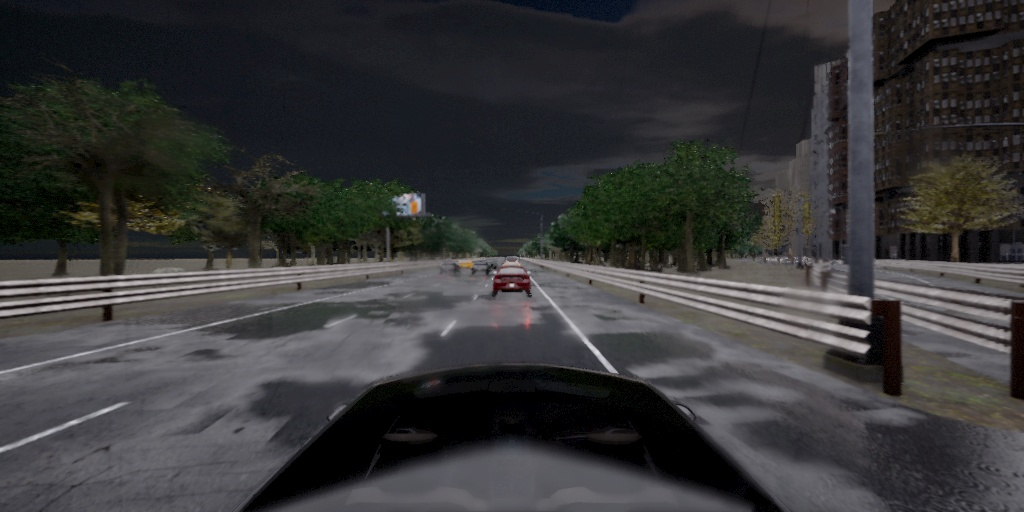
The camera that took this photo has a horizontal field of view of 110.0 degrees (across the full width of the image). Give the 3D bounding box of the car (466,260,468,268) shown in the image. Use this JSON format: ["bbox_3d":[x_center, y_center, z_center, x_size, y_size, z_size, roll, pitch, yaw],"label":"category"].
[{"bbox_3d":[-6.967,1.330,55.974,1.882,1.535,5.008,0,0,1],"label":"car"}]

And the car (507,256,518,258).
[{"bbox_3d":[0.025,1.074,55.252,2.150,2.045,5.566,0,0,1],"label":"car"}]

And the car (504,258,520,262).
[{"bbox_3d":[-0.016,1.288,36.090,1.882,1.535,5.008,0,0,0],"label":"car"}]

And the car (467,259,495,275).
[{"bbox_3d":[-3.499,1.313,41.177,2.128,1.511,4.902,0,0,0],"label":"car"}]

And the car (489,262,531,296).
[{"bbox_3d":[-0.004,1.247,19.401,1.882,1.535,5.008,0,0,0],"label":"car"}]

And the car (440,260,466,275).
[{"bbox_3d":[-7.000,1.313,41.170,2.128,1.511,4.902,0,0,0],"label":"car"}]
